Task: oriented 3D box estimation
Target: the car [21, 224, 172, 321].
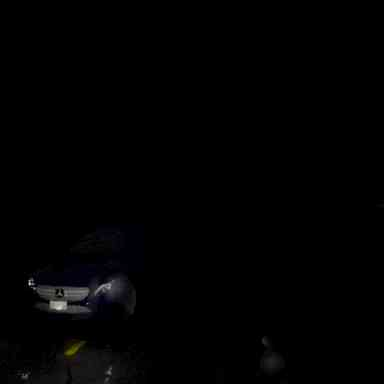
[{"bbox_3d":[-1.694,1.501,7.480,1.812,1.442,4.674,0,0,10],"label":"car"}]
